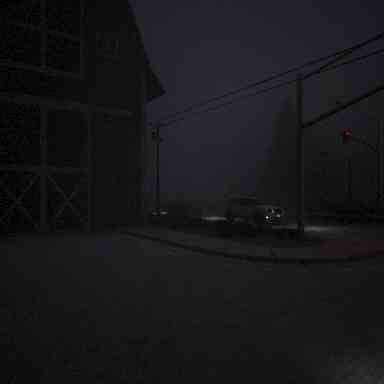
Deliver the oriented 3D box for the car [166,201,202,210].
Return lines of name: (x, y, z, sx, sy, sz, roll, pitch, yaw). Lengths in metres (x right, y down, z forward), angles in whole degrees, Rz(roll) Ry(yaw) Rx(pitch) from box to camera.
car: (-0.903, 1.708, 34.735, 1.882, 1.535, 5.008, 0, 0, -35)

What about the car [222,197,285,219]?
car: (4.737, 1.400, 26.509, 2.150, 2.045, 5.566, 0, 0, -34)

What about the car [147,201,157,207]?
car: (-6.290, 1.786, 42.597, 1.837, 1.490, 4.892, 0, 0, -34)

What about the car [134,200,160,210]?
car: (-6.719, 1.922, 49.571, 1.895, 1.301, 4.718, 0, 0, -34)
